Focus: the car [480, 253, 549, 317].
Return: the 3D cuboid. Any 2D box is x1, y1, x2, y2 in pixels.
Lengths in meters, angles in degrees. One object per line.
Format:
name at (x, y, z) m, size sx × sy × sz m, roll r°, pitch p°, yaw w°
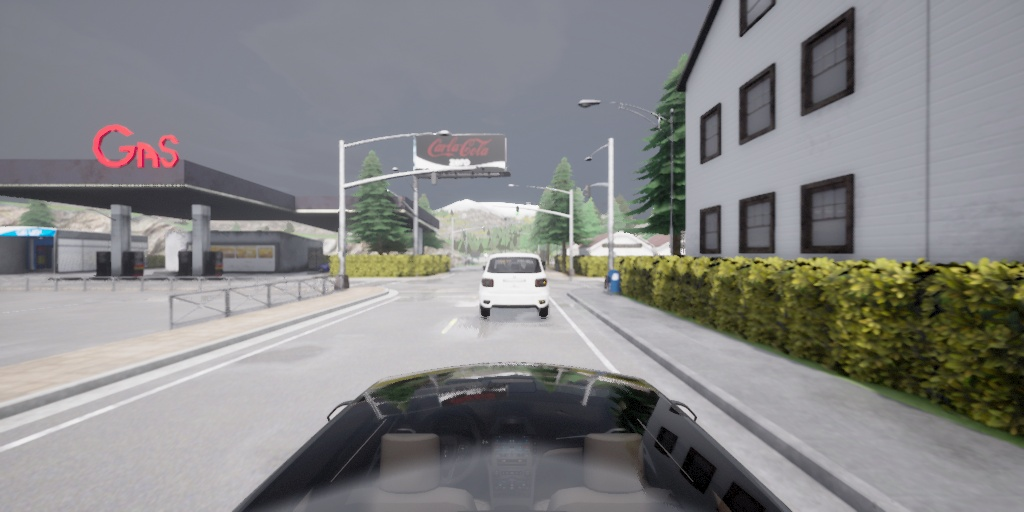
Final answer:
car at (0.080, 0.928, 12.999) m, size 2.150 × 2.045 × 5.566 m, roll 0°, pitch 0°, yaw 0°
